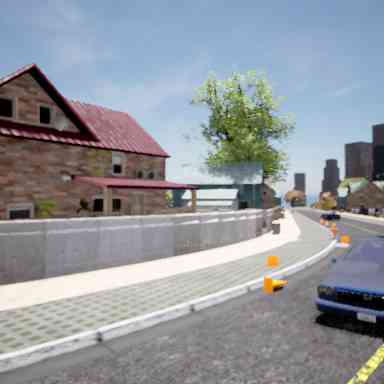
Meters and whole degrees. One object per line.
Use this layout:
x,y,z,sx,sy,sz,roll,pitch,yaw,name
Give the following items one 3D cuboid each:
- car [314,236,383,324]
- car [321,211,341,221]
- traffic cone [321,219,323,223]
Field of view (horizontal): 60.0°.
4.530,1.741,7.565,2.033,1.411,5.357,-1,-2,39,car
19.085,3.221,45.724,1.895,1.301,4.718,0,-2,12,car
14.936,3.275,38.242,0.340,0.580,0.340,-1,-2,16,traffic cone
